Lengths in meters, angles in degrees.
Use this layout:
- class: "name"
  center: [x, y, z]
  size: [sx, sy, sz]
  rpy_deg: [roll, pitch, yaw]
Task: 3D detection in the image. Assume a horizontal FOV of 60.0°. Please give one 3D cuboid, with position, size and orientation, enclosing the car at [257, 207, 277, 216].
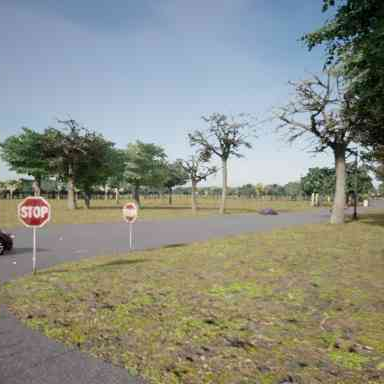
- class: "car"
  center: [12.460, 3.213, 55.055]
  size: [1.994, 1.385, 4.181]
  rpy_deg: [1, -1, 36]

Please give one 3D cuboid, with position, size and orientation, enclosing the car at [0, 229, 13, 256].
- class: "car"
  center: [-9.443, 1.616, 12.814]
  size: [2.097, 1.767, 4.553]
  rpy_deg: [0, -3, 36]
